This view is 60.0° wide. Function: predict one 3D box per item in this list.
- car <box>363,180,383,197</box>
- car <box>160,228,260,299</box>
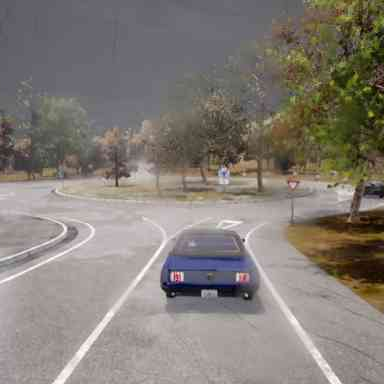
[{"bbox_3d":[17.762,-0.412,32.632,1.837,1.490,4.892,5,8,31],"label":"car"},{"bbox_3d":[0.421,1.562,8.378,1.895,1.301,4.718,0,1,2],"label":"car"}]
